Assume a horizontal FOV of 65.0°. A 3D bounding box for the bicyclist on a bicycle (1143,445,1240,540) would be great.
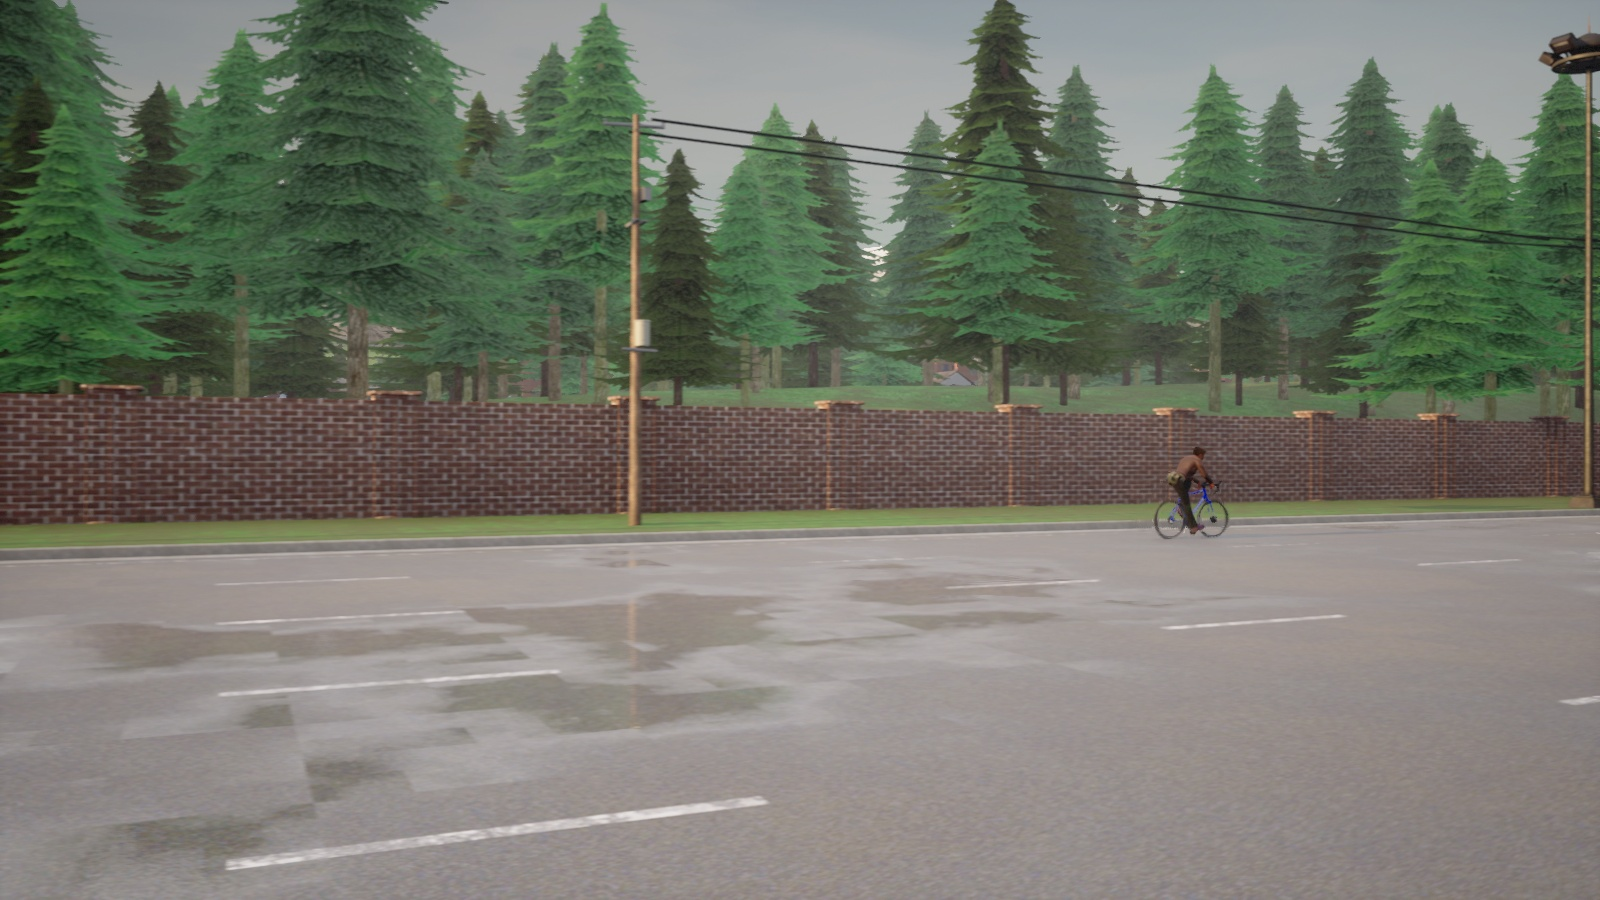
[{"bbox_3d":[6.857,0.733,21.988,1.656,1.620,0.582,0,0,-24],"label":"bicyclist on a bicycle"}]
